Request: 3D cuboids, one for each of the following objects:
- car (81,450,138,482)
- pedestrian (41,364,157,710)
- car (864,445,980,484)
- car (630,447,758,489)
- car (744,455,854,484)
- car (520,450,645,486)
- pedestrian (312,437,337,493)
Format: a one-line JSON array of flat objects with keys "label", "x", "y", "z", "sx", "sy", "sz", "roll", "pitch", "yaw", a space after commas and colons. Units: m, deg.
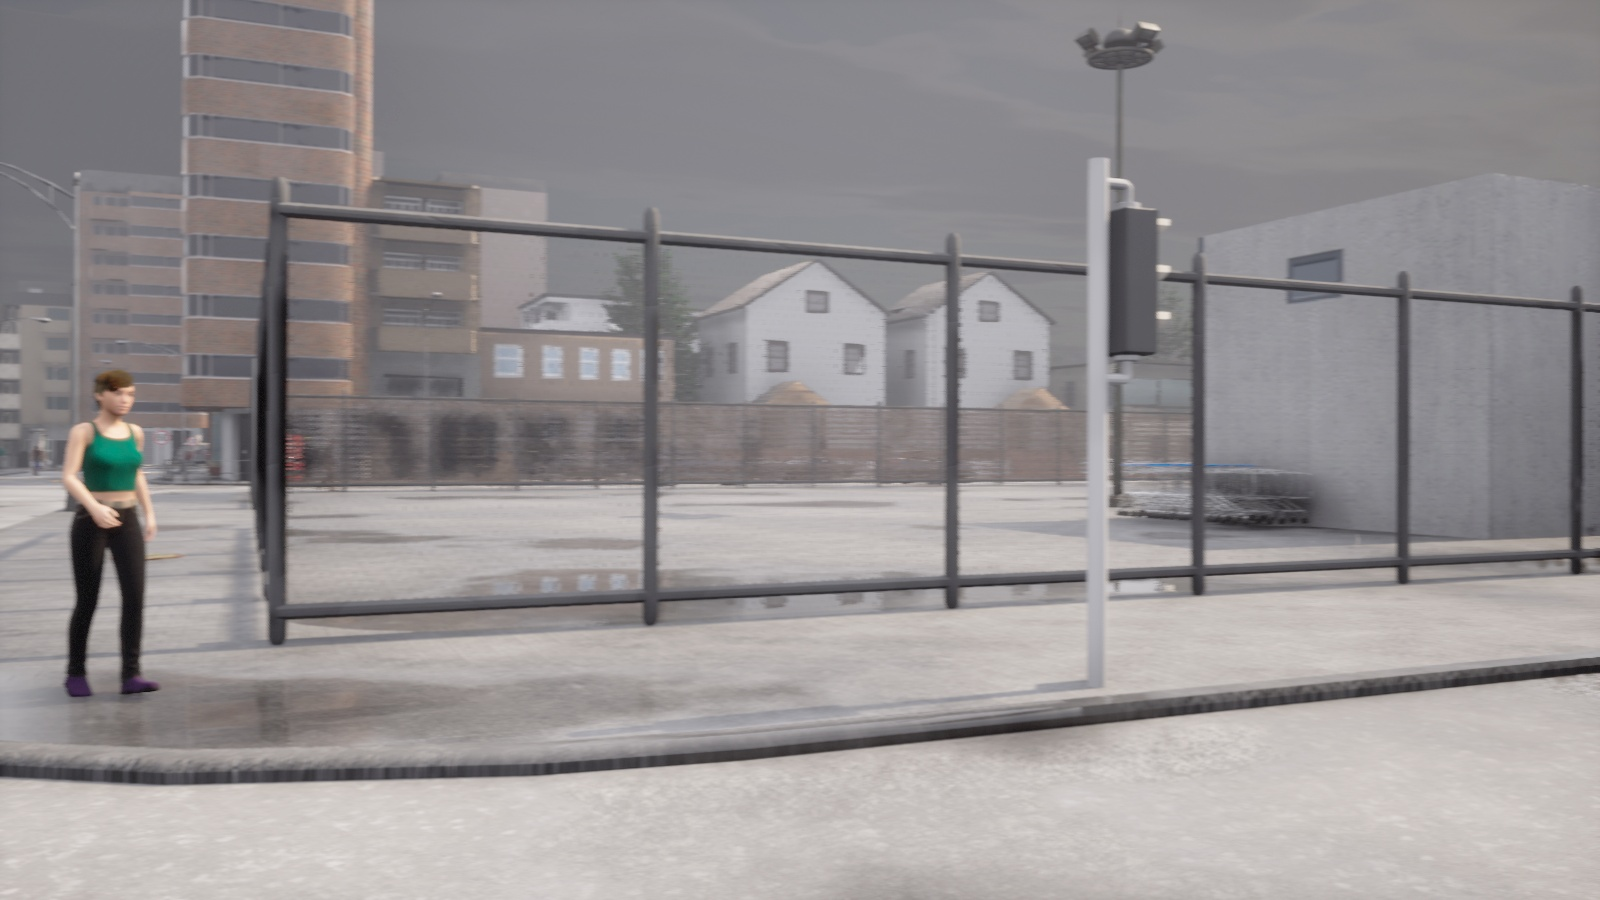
[{"label": "car", "x": -34.252, "y": 0.765, "z": 62.396, "sx": 2.007, "sy": 1.525, "sz": 4.514, "roll": 0, "pitch": 0, "yaw": -23}, {"label": "pedestrian", "x": -3.896, "y": 0.462, "z": 6.977, "sx": 0.594, "sy": 1.836, "sz": 0.345, "roll": 0, "pitch": 0, "yaw": 36}, {"label": "car", "x": 5.440, "y": 0.625, "z": 55.984, "sx": 4.611, "sy": 1.667, "sz": 2.242, "roll": 0, "pitch": 0, "yaw": -22}, {"label": "car", "x": -4.340, "y": 0.716, "z": 51.630, "sx": 4.856, "sy": 1.649, "sz": 2.033, "roll": 0, "pitch": 0, "yaw": -22}, {"label": "car", "x": -0.028, "y": 0.887, "z": 57.894, "sx": 4.718, "sy": 1.301, "sz": 1.895, "roll": 0, "pitch": 0, "yaw": -25}, {"label": "car", "x": -9.314, "y": 0.747, "z": 53.787, "sx": 4.902, "sy": 1.511, "sz": 2.128, "roll": 0, "pitch": 0, "yaw": -25}, {"label": "pedestrian", "x": -15.731, "y": 0.497, "z": 41.548, "sx": 0.703, "sy": 1.840, "sz": 0.431, "roll": 0, "pitch": 0, "yaw": -32}]
